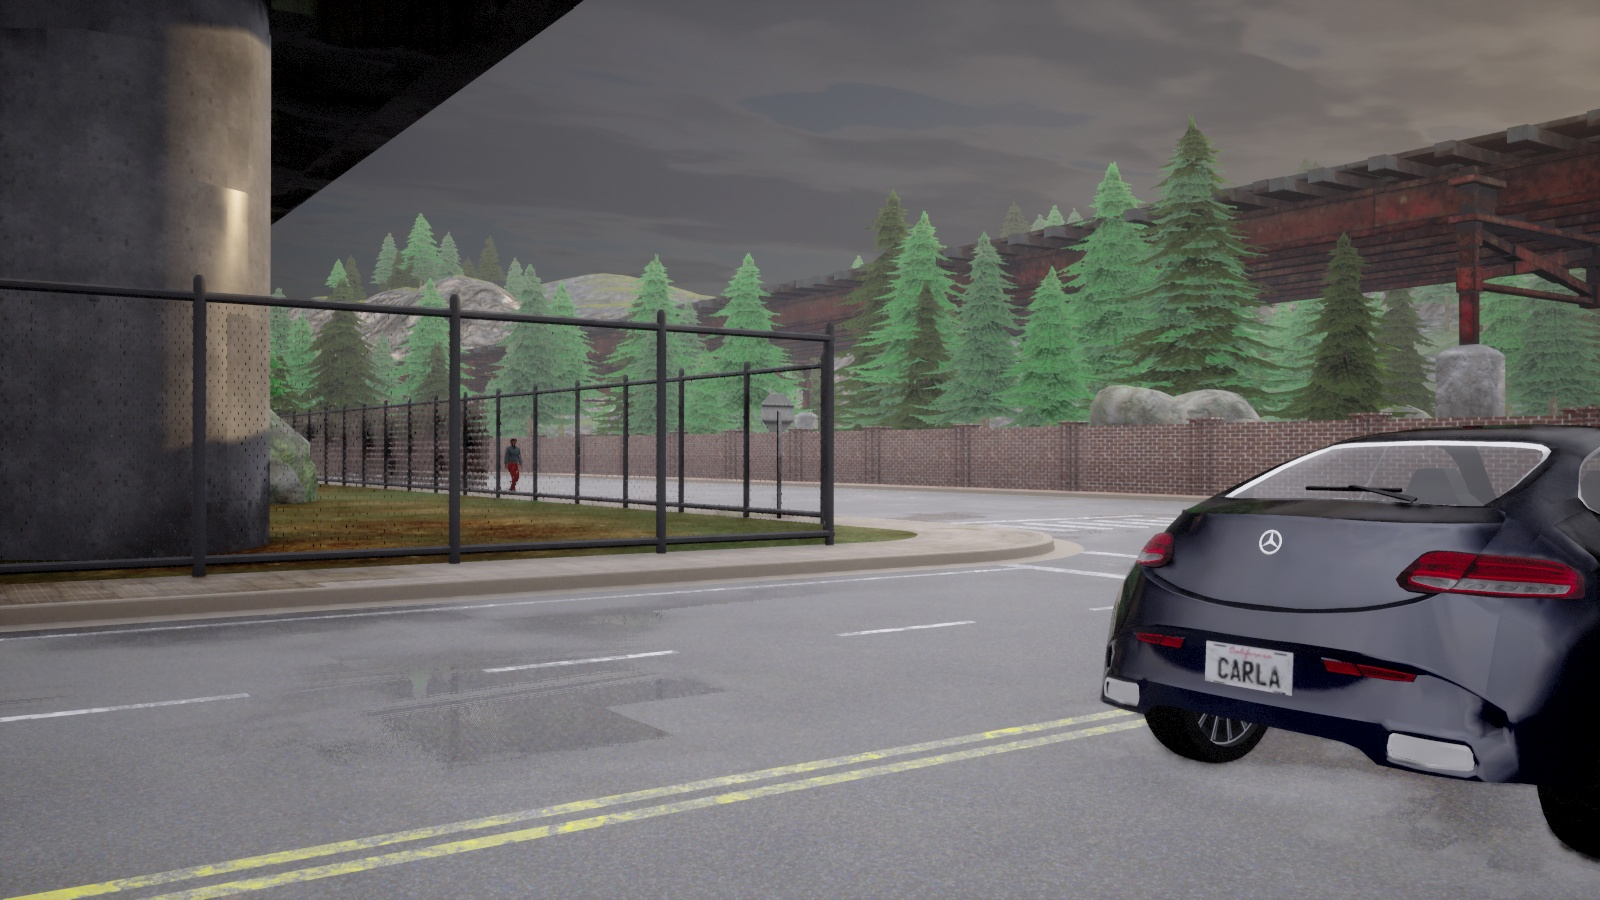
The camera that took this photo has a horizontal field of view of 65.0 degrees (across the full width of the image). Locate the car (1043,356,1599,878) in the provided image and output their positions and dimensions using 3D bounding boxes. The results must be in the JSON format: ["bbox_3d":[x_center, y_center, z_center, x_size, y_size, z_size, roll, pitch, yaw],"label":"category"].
[{"bbox_3d":[3.789,0.531,6.297,5.027,1.651,2.152,0,0,-35],"label":"car"}]

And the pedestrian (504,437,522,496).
[{"bbox_3d":[-9.169,0.521,40.167,0.353,1.847,0.614,0,0,-36],"label":"pedestrian"}]

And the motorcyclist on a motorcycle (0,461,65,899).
[{"bbox_3d":[-2.448,0.790,1.955,2.191,1.530,0.866,0,0,-35],"label":"motorcyclist on a motorcycle"}]
